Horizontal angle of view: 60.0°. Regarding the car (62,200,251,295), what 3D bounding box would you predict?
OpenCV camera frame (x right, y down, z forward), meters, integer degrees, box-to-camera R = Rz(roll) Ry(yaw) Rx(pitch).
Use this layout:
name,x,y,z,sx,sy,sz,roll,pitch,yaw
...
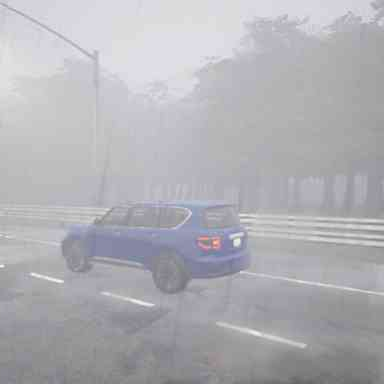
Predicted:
name,x,y,z,sx,sy,sz,roll,pitch,yaw
car,-1.171,1.227,9.006,5.566,2.045,2.150,0,0,36
